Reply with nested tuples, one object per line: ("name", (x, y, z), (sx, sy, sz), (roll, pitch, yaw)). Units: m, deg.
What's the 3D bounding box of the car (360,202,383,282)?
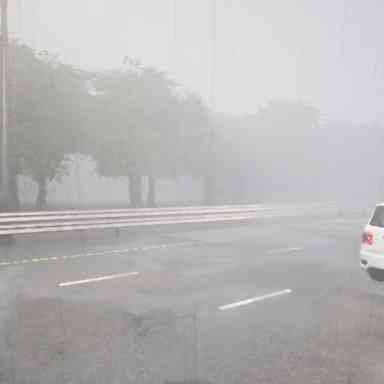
("car", (6.543, 1.223, 8.522), (5.566, 2.045, 2.150), (0, 0, -35))
